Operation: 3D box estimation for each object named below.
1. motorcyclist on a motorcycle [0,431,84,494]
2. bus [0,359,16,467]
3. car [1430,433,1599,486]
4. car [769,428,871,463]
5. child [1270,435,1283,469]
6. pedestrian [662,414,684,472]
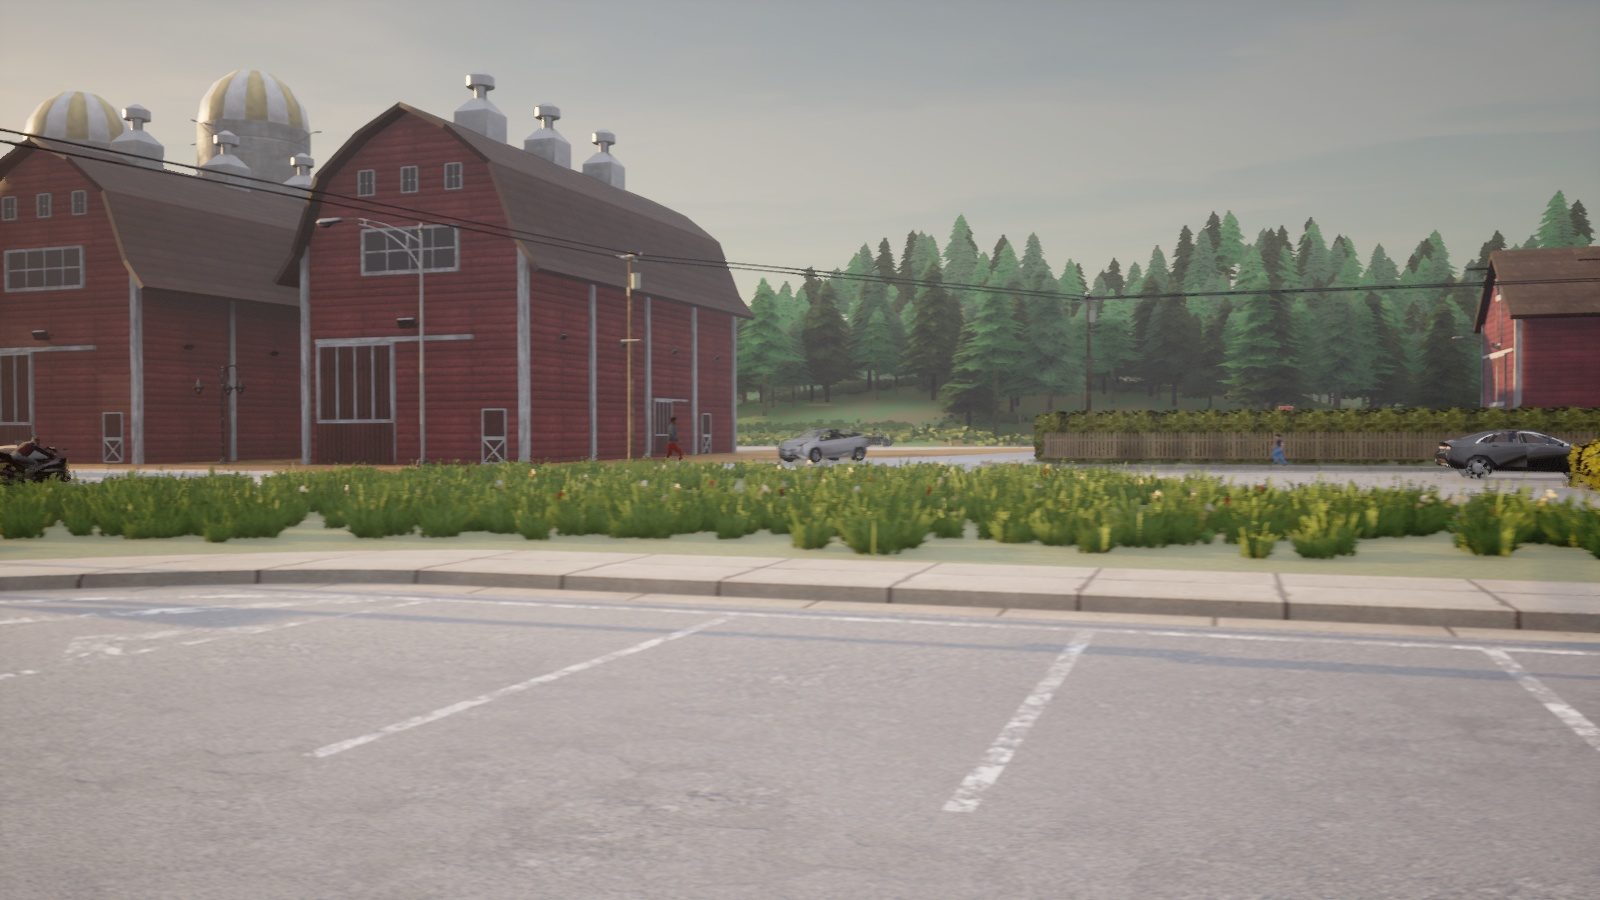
[{"bbox_3d":[-19.307,0.283,31.594,0.866,1.530,2.191,1,1,19],"label":"motorcyclist on a motorcycle"},{"bbox_3d":[-37.036,-1.490,50.034,10.273,4.253,3.944,0,1,16],"label":"bus"},{"bbox_3d":[21.915,0.258,37.943,4.902,1.511,2.128,1,1,19],"label":"car"},{"bbox_3d":[0.960,-0.238,57.011,4.514,1.525,2.007,-1,1,-43],"label":"car"},{"bbox_3d":[17.908,0.074,47.159,0.437,1.263,0.270,1,1,19],"label":"child"},{"bbox_3d":[-4.073,-0.219,40.256,0.614,1.847,0.353,0,1,12],"label":"pedestrian"}]
